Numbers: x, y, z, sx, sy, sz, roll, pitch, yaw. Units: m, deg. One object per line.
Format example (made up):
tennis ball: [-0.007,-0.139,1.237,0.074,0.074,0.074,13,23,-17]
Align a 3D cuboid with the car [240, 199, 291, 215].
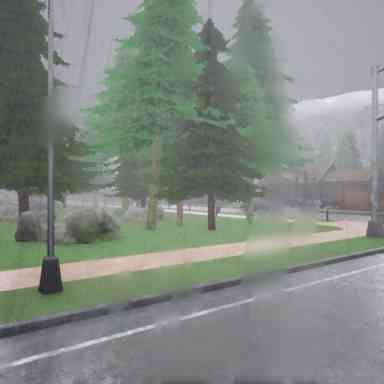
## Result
car: [7.032,1.473,33.711,2.128,1.511,4.902,0,0,-37]

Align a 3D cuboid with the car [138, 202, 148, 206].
car: [-6.767,1.459,51.816,1.882,1.535,5.008,0,0,-39]

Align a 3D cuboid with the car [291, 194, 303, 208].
car: [14.856,1.155,44.179,3.866,1.878,1.905,0,0,-37]

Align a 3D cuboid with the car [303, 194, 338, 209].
car: [16.681,1.153,42.408,4.605,1.855,1.932,0,0,-37]
